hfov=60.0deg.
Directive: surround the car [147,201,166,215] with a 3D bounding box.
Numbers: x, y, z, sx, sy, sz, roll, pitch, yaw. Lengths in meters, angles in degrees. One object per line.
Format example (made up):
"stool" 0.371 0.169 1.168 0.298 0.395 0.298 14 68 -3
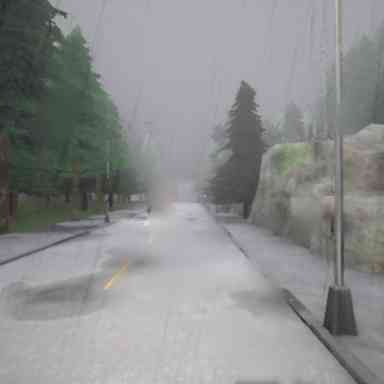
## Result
"car" -4.084 1.844 38.676 2.128 1.511 4.902 0 0 0
